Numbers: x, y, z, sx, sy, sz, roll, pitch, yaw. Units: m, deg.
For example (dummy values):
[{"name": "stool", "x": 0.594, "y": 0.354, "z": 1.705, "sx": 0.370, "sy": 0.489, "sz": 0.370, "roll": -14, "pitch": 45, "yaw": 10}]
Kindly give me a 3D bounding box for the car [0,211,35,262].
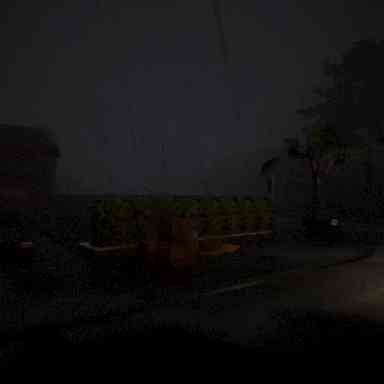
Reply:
[{"name": "car", "x": -6.443, "y": 1.356, "z": 10.801, "sx": 2.033, "sy": 1.415, "sz": 5.357, "roll": 0, "pitch": 0, "yaw": -33}]
